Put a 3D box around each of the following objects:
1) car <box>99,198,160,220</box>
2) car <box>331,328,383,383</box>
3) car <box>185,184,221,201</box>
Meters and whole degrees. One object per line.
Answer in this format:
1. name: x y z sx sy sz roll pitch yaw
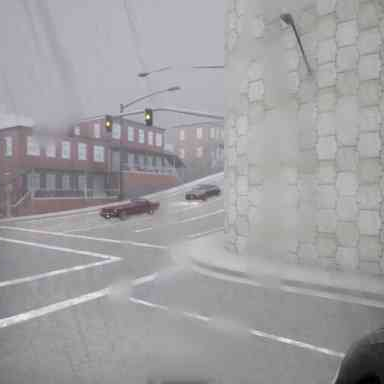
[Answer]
1. car: -4.560 1.187 24.729 1.895 1.301 4.718 0 5 35
2. car: 3.308 1.492 1.604 4.902 1.511 2.128 0 0 36
3. car: 1.104 -0.040 32.727 1.994 1.385 4.181 0 9 35
